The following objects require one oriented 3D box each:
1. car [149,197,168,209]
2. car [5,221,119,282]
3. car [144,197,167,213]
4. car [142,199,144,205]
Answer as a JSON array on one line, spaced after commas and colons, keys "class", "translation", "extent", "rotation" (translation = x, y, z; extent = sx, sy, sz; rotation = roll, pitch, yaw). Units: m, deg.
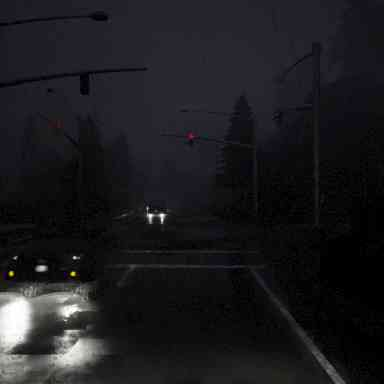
[{"class": "car", "translation": [-4.778, 1.492, 46.836], "extent": [2.128, 1.511, 4.902], "rotation": [0, 0, -11]}, {"class": "car", "translation": [-3.452, 1.564, 9.619], "extent": [1.994, 1.385, 4.181], "rotation": [0, 0, 0]}, {"class": "car", "translation": [-3.776, 1.547, 37.062], "extent": [2.033, 1.411, 5.357], "rotation": [0, 0, -1]}, {"class": "car", "translation": [-7.280, 1.526, 56.566], "extent": [1.812, 1.442, 4.674], "rotation": [0, 0, -20]}]
